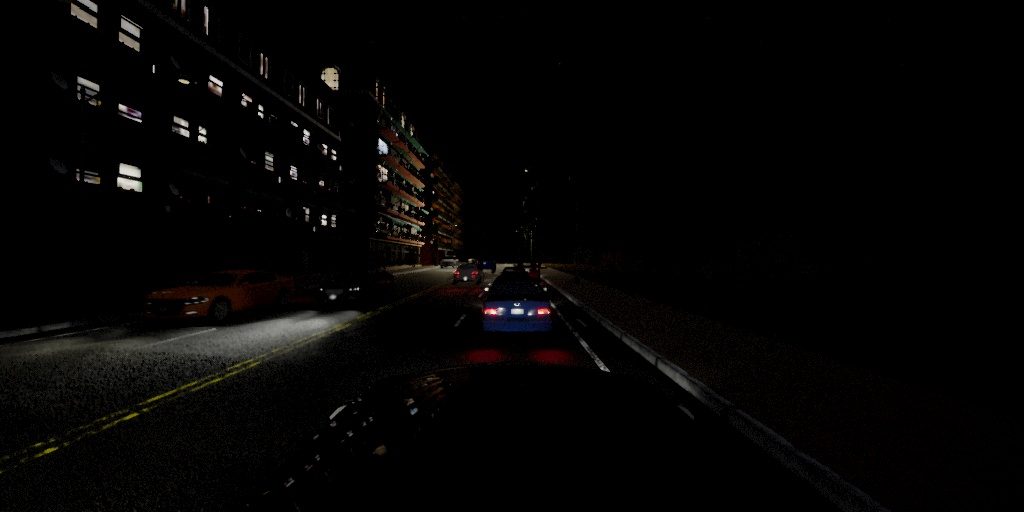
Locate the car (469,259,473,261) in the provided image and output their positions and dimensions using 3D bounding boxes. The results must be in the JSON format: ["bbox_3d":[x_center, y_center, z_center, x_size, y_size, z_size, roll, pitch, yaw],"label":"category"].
[{"bbox_3d":[-6.474,1.244,58.969,2.128,1.511,4.902,0,0,0],"label":"car"}]

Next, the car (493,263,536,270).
[{"bbox_3d":[0.129,1.317,20.922,1.994,1.385,4.181,0,0,1],"label":"car"}]

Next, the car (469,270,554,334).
[{"bbox_3d":[0.118,1.299,10.589,2.033,1.411,5.357,0,0,0],"label":"car"}]

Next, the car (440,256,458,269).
[{"bbox_3d":[-9.736,0.973,55.993,2.150,2.045,5.566,0,0,0],"label":"car"}]

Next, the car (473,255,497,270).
[{"bbox_3d":[-3.067,0.968,43.148,2.150,2.045,5.566,0,-1,0],"label":"car"}]

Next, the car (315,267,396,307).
[{"bbox_3d":[-6.575,1.244,15.624,2.128,1.511,4.902,0,0,0],"label":"car"}]

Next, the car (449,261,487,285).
[{"bbox_3d":[-3.105,1.279,26.237,1.812,1.442,4.674,0,0,0],"label":"car"}]

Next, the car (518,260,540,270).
[{"bbox_3d":[1.190,1.105,29.857,2.097,1.767,4.553,0,0,0],"label":"car"}]

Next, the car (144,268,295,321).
[{"bbox_3d":[-9.830,1.229,12.602,1.882,1.535,5.008,0,0,0],"label":"car"}]
